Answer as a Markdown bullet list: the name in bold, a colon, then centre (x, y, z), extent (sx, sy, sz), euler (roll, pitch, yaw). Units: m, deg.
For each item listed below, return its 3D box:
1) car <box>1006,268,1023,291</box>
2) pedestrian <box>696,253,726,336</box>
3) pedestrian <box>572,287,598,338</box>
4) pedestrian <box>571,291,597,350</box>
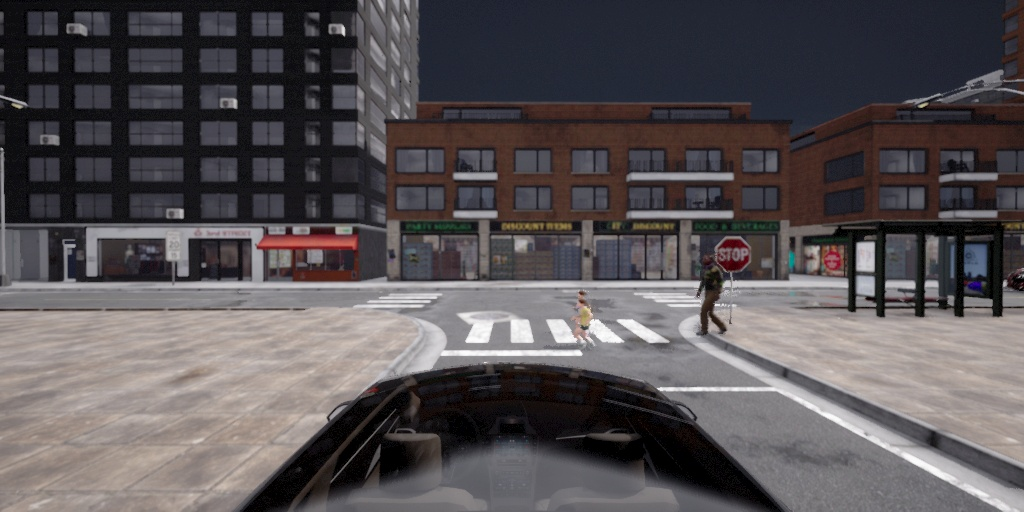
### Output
- **car**: centre (26.092, 0.818, 16.512), extent (4.553, 1.767, 2.097), euler (0, 1, 0)
- **pedestrian**: centre (4.308, 0.810, 7.839), extent (0.375, 1.860, 0.375), euler (0, 1, 0)
- **pedestrian**: centre (1.703, 1.310, 8.441), extent (0.500, 1.100, 0.500), euler (0, 1, 0)
- **pedestrian**: centre (1.480, 1.335, 7.242), extent (0.500, 1.100, 0.500), euler (0, 1, 0)
